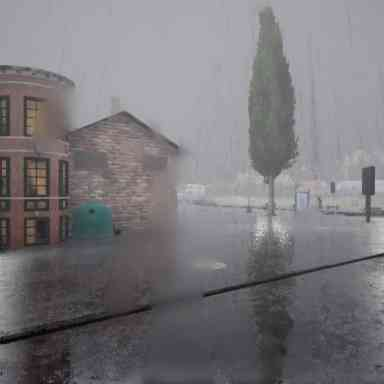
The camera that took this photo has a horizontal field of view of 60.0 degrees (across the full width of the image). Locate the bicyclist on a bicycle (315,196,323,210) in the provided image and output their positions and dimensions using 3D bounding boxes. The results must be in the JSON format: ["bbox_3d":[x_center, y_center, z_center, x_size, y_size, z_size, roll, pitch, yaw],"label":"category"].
[{"bbox_3d":[15.350,1.349,40.171,1.656,1.620,0.582,0,0,-36],"label":"bicyclist on a bicycle"}]

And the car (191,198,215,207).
[{"bbox_3d":[1.690,1.564,52.054,1.994,1.385,4.181,0,0,-36],"label":"car"}]
